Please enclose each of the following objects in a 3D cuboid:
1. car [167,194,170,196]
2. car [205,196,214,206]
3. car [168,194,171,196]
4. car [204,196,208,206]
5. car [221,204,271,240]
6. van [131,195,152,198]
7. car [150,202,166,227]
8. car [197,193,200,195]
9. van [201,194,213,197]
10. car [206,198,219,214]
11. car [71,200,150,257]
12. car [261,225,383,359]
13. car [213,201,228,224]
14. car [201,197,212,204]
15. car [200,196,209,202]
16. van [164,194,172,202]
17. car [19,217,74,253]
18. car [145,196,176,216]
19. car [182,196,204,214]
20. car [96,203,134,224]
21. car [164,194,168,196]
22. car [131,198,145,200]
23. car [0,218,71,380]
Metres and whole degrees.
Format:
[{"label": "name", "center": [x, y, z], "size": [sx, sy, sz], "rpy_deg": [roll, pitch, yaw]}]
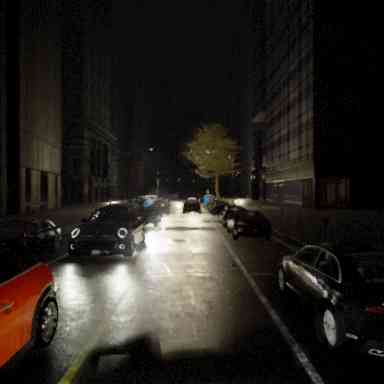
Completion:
[{"label": "car", "center": [-5.786, 1.612, 63.423], "size": [1.802, 1.307, 4.206], "rpy_deg": [0, 0, 0]}, {"label": "car", "center": [2.748, 1.537, 37.630], "size": [1.752, 1.417, 4.829], "rpy_deg": [0, 0, 0]}, {"label": "car", "center": [-5.788, 1.580, 68.836], "size": [1.887, 1.381, 4.507], "rpy_deg": [0, 0, 0]}, {"label": "car", "center": [2.746, 1.580, 42.750], "size": [1.947, 1.339, 4.313], "rpy_deg": [0, 0, 0]}, {"label": "car", "center": [2.755, 1.548, 16.855], "size": [1.887, 1.381, 4.507], "rpy_deg": [0, 0, 0]}, {"label": "van", "center": [-5.777, 1.352, 36.357], "size": [1.690, 1.788, 3.998], "rpy_deg": [0, 0, 0]}, {"label": "car", "center": [-3.096, 1.606, 22.835], "size": [1.895, 1.301, 4.718], "rpy_deg": [0, 0, 0]}, {"label": "car", "center": [2.736, 1.350, 69.195], "size": [2.192, 1.841, 5.009], "rpy_deg": [0, 0, 0]}, {"label": "van", "center": [2.742, 1.362, 53.328], "size": [1.690, 1.788, 3.998], "rpy_deg": [0, 0, 0]}, {"label": "car", "center": [2.750, 1.559, 32.171], "size": [2.008, 1.369, 4.403], "rpy_deg": [0, 0, 0]}, {"label": "car", "center": [-3.094, 1.354, 12.954], "size": [2.097, 1.767, 4.553], "rpy_deg": [0, 0, 0]}, {"label": "car", "center": [2.759, 1.551, 5.966], "size": [2.008, 1.369, 4.403], "rpy_deg": [0, 0, 0]}, {"label": "car", "center": [2.753, 1.555, 22.299], "size": [2.008, 1.369, 4.403], "rpy_deg": [0, 0, 0]}, {"label": "car", "center": [2.739, 1.581, 63.905], "size": [2.008, 1.369, 4.403], "rpy_deg": [0, 0, 0]}, {"label": "car", "center": [2.735, 1.586, 74.483], "size": [1.887, 1.381, 4.507], "rpy_deg": [0, 0, 0]}, {"label": "van", "center": [-5.793, 1.389, 79.663], "size": [1.690, 1.788, 3.998], "rpy_deg": [0, 0, 0]}, {"label": "car", "center": [-5.768, 1.553, 10.959], "size": [2.008, 1.369, 4.403], "rpy_deg": [0, 0, 0]}, {"label": "car", "center": [-3.065, 1.501, 33.160], "size": [2.128, 1.511, 4.902], "rpy_deg": [0, 0, 0]}, {"label": "car", "center": [-0.011, 1.488, 34.944], "size": [1.882, 1.535, 5.008], "rpy_deg": [0, 0, 0]}, {"label": "car", "center": [-5.773, 1.572, 25.530], "size": [1.947, 1.339, 4.313], "rpy_deg": [0, 0, 0]}, {"label": "car", "center": [-5.784, 1.576, 58.010], "size": [2.008, 1.369, 4.403], "rpy_deg": [0, 0, 0]}, {"label": "car", "center": [-5.775, 1.534, 30.774], "size": [1.752, 1.417, 4.829], "rpy_deg": [0, 0, 0]}, {"label": "car", "center": [-3.074, 1.353, 3.209], "size": [2.097, 1.767, 4.553], "rpy_deg": [0, 0, -1]}]
